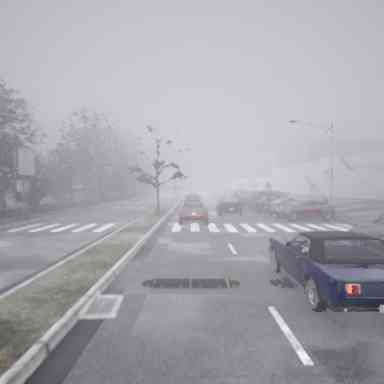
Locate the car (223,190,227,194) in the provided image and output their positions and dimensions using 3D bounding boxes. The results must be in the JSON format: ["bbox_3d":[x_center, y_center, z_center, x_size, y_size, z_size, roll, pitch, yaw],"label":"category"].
[{"bbox_3d":[8.057,0.921,54.044,4.792,1.488,2.163,0,1,-20],"label":"car"}]

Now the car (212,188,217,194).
[{"bbox_3d":[7.917,0.443,74.877,5.366,1.575,1.946,0,2,-20],"label":"car"}]

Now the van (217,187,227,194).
[{"bbox_3d":[7.983,0.439,65.938,4.442,1.987,1.878,0,2,-20],"label":"van"}]

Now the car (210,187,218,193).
[{"bbox_3d":[7.919,0.290,80.842,5.366,1.575,1.946,0,2,-20],"label":"car"}]

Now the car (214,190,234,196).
[{"bbox_3d":[8.089,0.261,83.890,4.674,1.452,2.002,0,1,-20],"label":"car"}]

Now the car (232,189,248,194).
[{"bbox_3d":[8.059,0.829,39.117,5.566,2.045,2.435,1,1,-20],"label":"car"}]

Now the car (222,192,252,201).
[{"bbox_3d":[8.113,0.819,60.040,4.792,1.488,2.163,0,1,-20],"label":"car"}]

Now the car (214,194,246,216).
[{"bbox_3d":[3.108,1.182,28.670,1.882,1.535,5.008,0,1,0],"label":"car"}]

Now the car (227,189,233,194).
[{"bbox_3d":[8.112,0.764,45.113,5.566,2.045,2.435,1,0,-20],"label":"car"}]

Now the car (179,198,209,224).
[{"bbox_3d":[0.106,1.331,22.918,1.994,1.385,4.181,0,1,0],"label":"car"}]

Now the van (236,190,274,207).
[{"bbox_3d":[7.976,0.821,42.070,4.442,1.987,1.878,1,1,-20],"label":"van"}]

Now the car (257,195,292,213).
[{"bbox_3d":[8.073,1.250,27.206,4.674,1.452,2.002,1,0,-20],"label":"car"}]

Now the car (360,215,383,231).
[{"bbox_3d":[8.048,1.403,12.182,4.792,1.488,2.163,1,1,-20],"label":"car"}]

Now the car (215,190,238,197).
[{"bbox_3d":[8.118,0.400,77.939,4.792,1.488,2.163,0,1,-20],"label":"car"}]

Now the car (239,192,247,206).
[{"bbox_3d":[8.074,1.114,36.152,4.892,1.521,2.231,1,0,-20],"label":"car"}]

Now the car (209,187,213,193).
[{"bbox_3d":[8.105,0.017,92.828,4.892,1.521,2.231,0,2,-20],"label":"car"}]

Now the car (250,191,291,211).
[{"bbox_3d":[8.051,1.052,30.176,4.553,1.767,2.185,1,0,-20],"label":"car"}]

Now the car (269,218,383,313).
[{"bbox_3d":[3.104,1.530,7.461,1.895,1.301,4.718,0,1,0],"label":"car"}]

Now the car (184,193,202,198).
[{"bbox_3d":[0.111,0.925,40.751,2.097,1.767,4.553,0,1,0],"label":"car"}]

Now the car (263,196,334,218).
[{"bbox_3d":[8.051,1.272,24.187,4.792,1.488,2.163,1,1,-20],"label":"car"}]

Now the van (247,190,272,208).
[{"bbox_3d":[8.191,0.921,33.210,4.442,1.987,1.878,1,0,-20],"label":"van"}]

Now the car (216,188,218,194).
[{"bbox_3d":[8.061,0.469,68.966,4.553,1.767,2.185,0,1,-20],"label":"car"}]

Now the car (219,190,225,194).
[{"bbox_3d":[7.914,0.837,56.970,5.366,1.575,1.946,0,1,-20],"label":"car"}]
